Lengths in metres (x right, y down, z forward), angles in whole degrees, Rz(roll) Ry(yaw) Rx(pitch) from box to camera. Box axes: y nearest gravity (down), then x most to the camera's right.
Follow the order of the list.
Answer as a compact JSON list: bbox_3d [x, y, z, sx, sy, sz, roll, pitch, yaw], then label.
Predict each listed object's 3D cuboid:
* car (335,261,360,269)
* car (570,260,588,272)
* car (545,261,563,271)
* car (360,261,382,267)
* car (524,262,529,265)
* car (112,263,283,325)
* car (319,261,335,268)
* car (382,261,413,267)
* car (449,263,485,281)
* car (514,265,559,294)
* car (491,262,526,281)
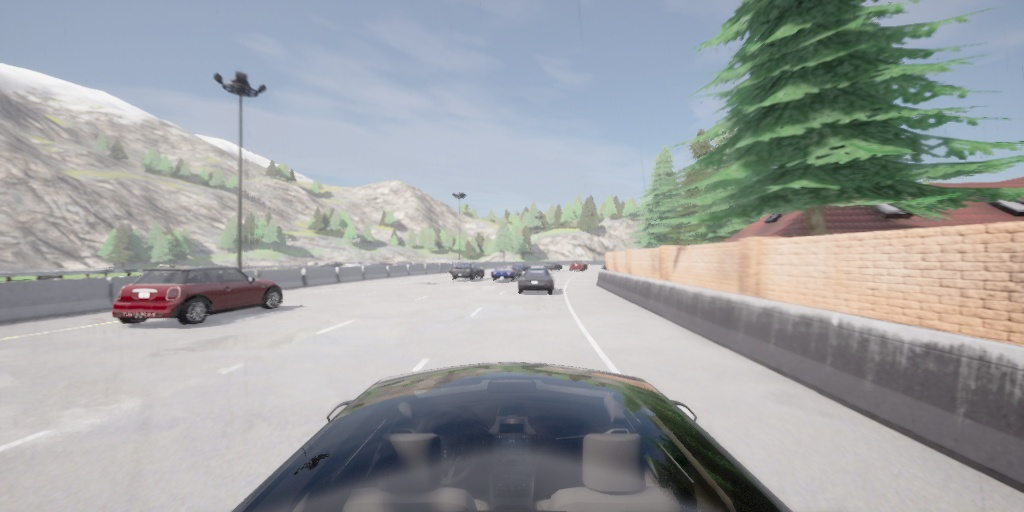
[{"bbox_3d":[-21.337,1.408,48.839,1.812,1.442,4.674,0,0,16],"label":"car"},{"bbox_3d":[10.042,1.380,53.714,2.097,1.767,4.553,0,0,21],"label":"car"},{"bbox_3d":[6.267,1.505,53.761,2.128,1.511,4.902,0,0,22],"label":"car"},{"bbox_3d":[-17.874,1.457,48.218,1.994,1.385,4.181,0,0,16],"label":"car"},{"bbox_3d":[1.303,1.542,50.379,1.994,1.385,4.181,0,0,19],"label":"car"},{"bbox_3d":[-9.962,1.109,11.969,2.097,1.767,4.553,0,0,4],"label":"car"},{"bbox_3d":[-24.677,1.437,49.846,1.994,1.385,4.181,0,0,16],"label":"car"},{"bbox_3d":[-14.535,1.427,47.199,1.812,1.442,4.674,0,-1,16],"label":"car"},{"bbox_3d":[-3.776,1.365,31.689,2.128,1.511,4.902,0,0,11],"label":"car"},{"bbox_3d":[1.545,1.410,21.339,1.994,1.385,4.181,0,0,9],"label":"car"},{"bbox_3d":[-0.361,1.485,31.261,1.895,1.301,4.718,0,0,12],"label":"car"}]
